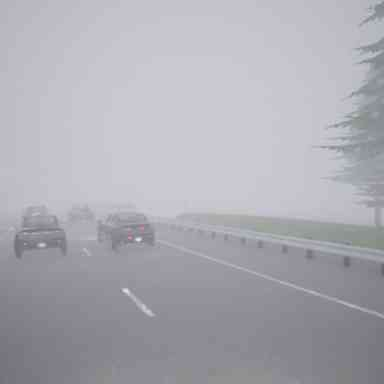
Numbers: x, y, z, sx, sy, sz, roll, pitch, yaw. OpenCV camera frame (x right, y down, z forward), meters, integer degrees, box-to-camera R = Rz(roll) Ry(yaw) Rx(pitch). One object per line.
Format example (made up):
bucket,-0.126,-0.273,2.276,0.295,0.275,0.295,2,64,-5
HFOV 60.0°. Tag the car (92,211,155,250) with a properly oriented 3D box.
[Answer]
car,-3.175,1.660,15.444,1.837,1.490,4.892,-2,0,-25

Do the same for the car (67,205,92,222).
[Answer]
car,-9.945,1.912,29.598,2.128,1.511,4.902,-2,0,-25

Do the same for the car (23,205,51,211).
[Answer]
car,-13.010,1.867,27.887,2.097,1.767,4.553,-2,0,-25

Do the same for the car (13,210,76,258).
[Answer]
car,-6.482,1.750,14.249,2.128,1.511,4.902,-2,0,-25
